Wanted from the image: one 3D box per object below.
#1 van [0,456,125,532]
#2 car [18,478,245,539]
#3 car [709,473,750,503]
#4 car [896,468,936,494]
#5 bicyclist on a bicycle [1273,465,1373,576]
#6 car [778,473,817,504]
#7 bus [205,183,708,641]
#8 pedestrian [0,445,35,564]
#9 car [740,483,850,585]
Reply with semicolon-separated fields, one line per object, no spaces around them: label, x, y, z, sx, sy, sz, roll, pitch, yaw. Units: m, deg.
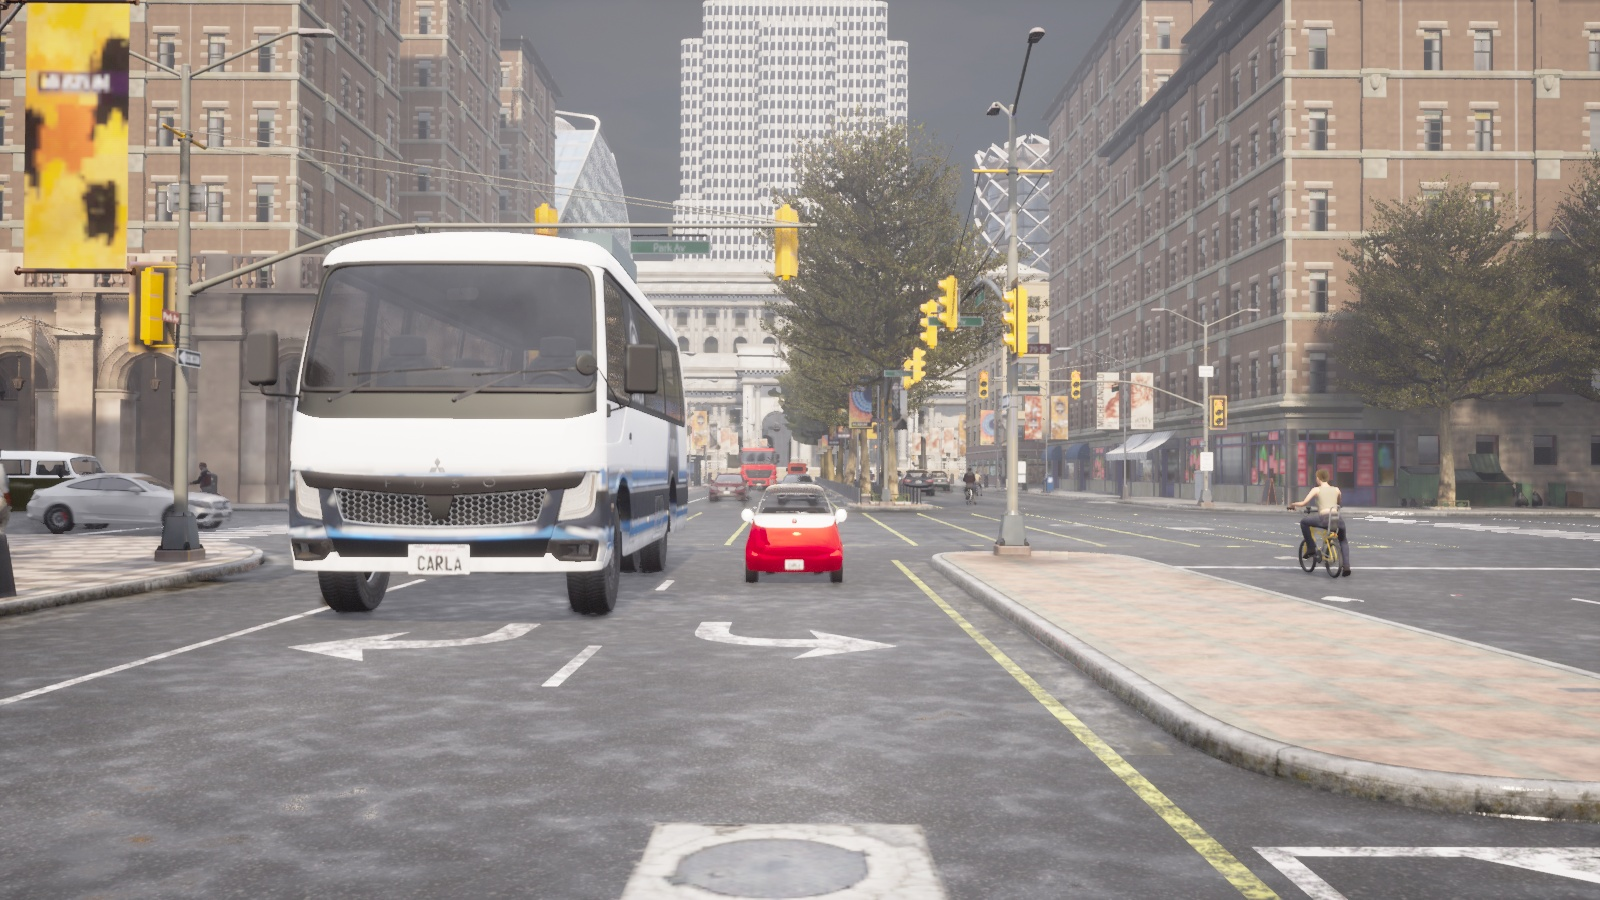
van;-21.455;1.204;34.698;4.480;2.038;2.069;0;-1;0
car;-16.532;1.430;31.232;4.674;1.442;1.812;0;-1;0
car;-3.606;1.940;64.813;1.812;1.442;4.674;0;-1;1
car;7.713;2.029;83.582;2.242;1.667;4.611;0;-1;0
bicyclist on a bicycle;7.891;1.035;19.026;0.866;1.612;1.509;0;-1;0
car;-0.098;1.877;61.848;1.812;1.442;4.674;0;-1;1
bus;-3.573;-0.281;16.839;3.944;4.253;10.273;0;-1;0
pedestrian;-12.847;0.856;19.925;0.874;1.855;0.900;0;-1;-1
car;-0.071;1.173;18.191;1.481;1.376;2.207;0;-2;0
